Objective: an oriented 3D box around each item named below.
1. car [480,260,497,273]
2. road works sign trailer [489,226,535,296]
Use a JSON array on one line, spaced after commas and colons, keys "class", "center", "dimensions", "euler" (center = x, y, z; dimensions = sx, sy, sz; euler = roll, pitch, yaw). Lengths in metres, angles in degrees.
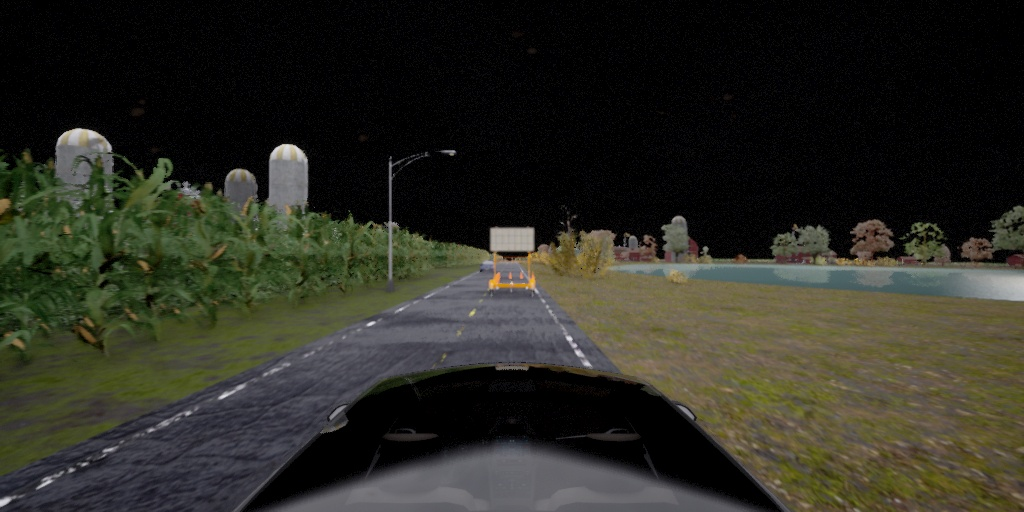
[{"class": "car", "center": [-2.812, 1.253, 42.950], "dimensions": [1.812, 1.442, 4.674], "euler": [0, 0, 0]}, {"class": "road works sign trailer", "center": [0.008, 0.194, 18.941], "dimensions": [2.380, 3.560, 2.880], "euler": [0, 0, 0]}]
